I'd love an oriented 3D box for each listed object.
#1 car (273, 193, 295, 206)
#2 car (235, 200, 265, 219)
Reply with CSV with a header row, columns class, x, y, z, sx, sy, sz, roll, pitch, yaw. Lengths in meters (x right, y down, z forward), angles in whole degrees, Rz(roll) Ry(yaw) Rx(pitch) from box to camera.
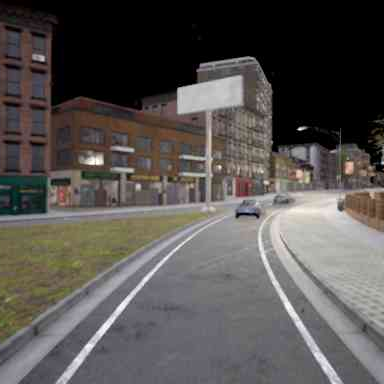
class,x,y,z,sx,sy,sz,roll,pitch,yaw
car,11.718,0.876,42.154,2.128,1.511,4.902,0,1,30
car,4.763,1.309,26.933,1.994,1.385,4.181,0,1,18
